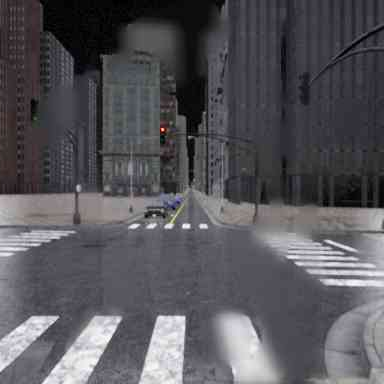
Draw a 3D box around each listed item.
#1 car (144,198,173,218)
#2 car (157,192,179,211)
[{"bbox_3d":[-3.107,1.530,30.008,2.033,1.411,5.357,0,0,0],"label":"car"},{"bbox_3d":[-3.105,1.196,41.491,2.150,2.045,5.566,0,0,0],"label":"car"}]
